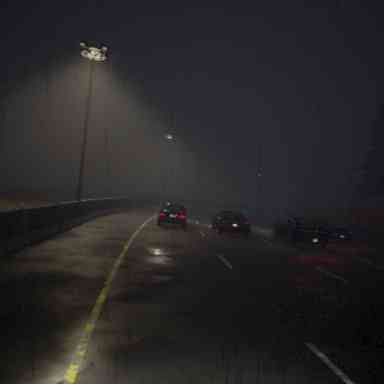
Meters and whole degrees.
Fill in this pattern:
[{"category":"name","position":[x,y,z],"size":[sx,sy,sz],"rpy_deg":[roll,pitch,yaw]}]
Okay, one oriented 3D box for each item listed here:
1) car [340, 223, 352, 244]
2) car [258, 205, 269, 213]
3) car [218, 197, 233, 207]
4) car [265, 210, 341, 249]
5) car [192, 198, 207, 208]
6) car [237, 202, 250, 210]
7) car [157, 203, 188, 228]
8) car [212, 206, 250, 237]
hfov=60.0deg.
[{"category":"car","position":[9.301,2.575,22.987],"size":[1.812,1.442,4.674],"rpy_deg":[6,0,-2]},{"category":"car","position":[12.501,3.066,57.880],"size":[1.994,1.385,4.181],"rpy_deg":[6,0,13]},{"category":"car","position":[6.516,2.110,63.874],"size":[2.150,2.045,5.566],"rpy_deg":[5,-1,16]},{"category":"car","position":[6.014,2.183,18.959],"size":[2.128,1.511,4.902],"rpy_deg":[6,0,-3]},{"category":"car","position":[1.370,1.802,55.558],"size":[1.882,1.535,5.008],"rpy_deg":[5,0,11]},{"category":"car","position":[9.055,2.492,58.350],"size":[2.097,1.767,4.553],"rpy_deg":[6,0,13]},{"category":"car","position":[-1.265,1.487,22.434],"size":[2.033,1.411,5.357],"rpy_deg":[6,0,-1]},{"category":"car","position":[2.413,1.885,21.124],"size":[1.994,1.385,4.181],"rpy_deg":[6,0,-2]}]
